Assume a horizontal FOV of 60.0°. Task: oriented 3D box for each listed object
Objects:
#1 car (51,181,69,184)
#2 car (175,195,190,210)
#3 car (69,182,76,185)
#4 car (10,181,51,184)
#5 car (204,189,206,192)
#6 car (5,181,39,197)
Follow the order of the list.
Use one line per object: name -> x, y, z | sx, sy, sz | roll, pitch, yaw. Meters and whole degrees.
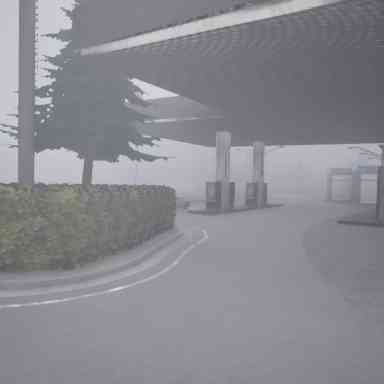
car -> -26.765, -1.255, 65.450 | 3.866, 1.878, 1.905 | 2, 2, 35
car -> -2.029, 0.821, 27.499 | 1.812, 1.442, 4.674 | 2, 2, 35
car -> -25.427, -1.281, 68.062 | 4.605, 1.855, 1.932 | 2, 2, 35
car -> -17.221, -0.176, 35.204 | 3.866, 1.878, 1.905 | 2, 2, 35
car -> 4.898, -0.326, 65.594 | 5.027, 1.636, 2.152 | 2, 2, 35
car -> -21.753, -0.461, 42.422 | 4.605, 1.855, 1.932 | 2, 2, 35
